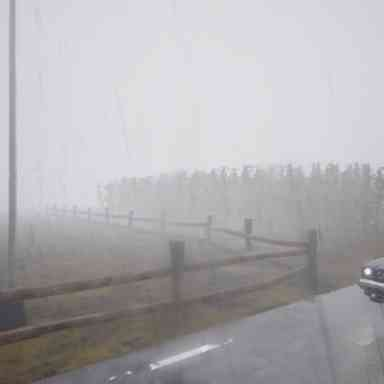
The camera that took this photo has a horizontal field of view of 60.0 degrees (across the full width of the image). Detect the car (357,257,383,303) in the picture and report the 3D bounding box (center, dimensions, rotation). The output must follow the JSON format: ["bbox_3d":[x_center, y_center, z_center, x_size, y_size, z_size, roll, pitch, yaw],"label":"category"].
[{"bbox_3d":[5.519,1.603,7.006,4.718,1.301,1.895,0,0,-35],"label":"car"}]
